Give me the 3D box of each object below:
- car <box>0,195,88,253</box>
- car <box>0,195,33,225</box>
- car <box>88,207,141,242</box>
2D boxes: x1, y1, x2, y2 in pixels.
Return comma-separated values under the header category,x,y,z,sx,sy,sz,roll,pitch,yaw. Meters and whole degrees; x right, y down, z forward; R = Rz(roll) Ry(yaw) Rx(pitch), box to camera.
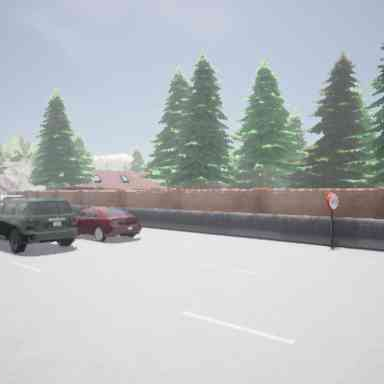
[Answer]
category,x,y,z,sx,sy,sz,roll,pitch,yaw
car,-6.965,1.255,13.936,5.566,2.045,2.150,0,0,41
car,-14.473,1.255,25.900,2.150,2.045,5.566,0,0,-44
car,-4.652,1.482,16.563,5.008,1.535,1.882,0,0,41
